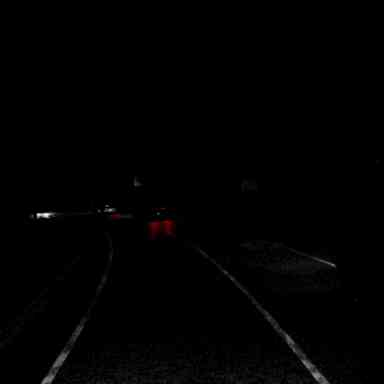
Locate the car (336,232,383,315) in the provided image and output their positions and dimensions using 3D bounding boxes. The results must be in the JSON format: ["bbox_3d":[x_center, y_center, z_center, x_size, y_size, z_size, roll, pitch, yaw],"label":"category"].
[{"bbox_3d":[4.091,1.150,4.316,2.150,2.045,5.566,-1,0,-4],"label":"car"}]

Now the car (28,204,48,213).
[{"bbox_3d":[-23.504,2.544,50.716,1.895,1.301,4.718,-5,1,-38],"label":"car"}]

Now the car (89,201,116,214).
[{"bbox_3d":[-10.680,1.801,39.448,1.837,1.490,4.892,-5,2,-37],"label":"car"}]

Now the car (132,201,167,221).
[{"bbox_3d":[-3.713,1.526,28.228,2.128,1.511,4.902,-3,1,-26],"label":"car"}]
